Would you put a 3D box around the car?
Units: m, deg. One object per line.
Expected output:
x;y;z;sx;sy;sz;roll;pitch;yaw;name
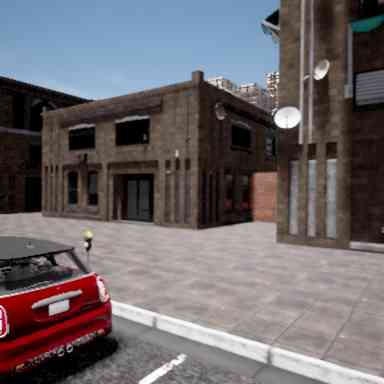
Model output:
-3.190;1.415;5.158;4.097;1.590;1.967;0;1;35;car
